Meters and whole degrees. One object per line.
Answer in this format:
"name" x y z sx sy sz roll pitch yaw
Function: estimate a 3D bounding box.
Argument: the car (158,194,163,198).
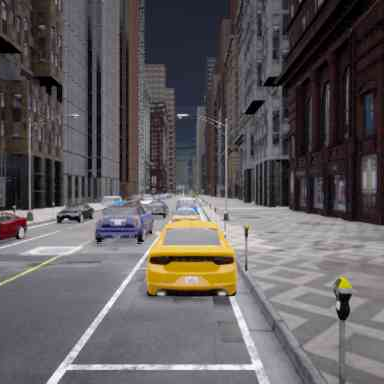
"car" -8.911 1.478 82.090 1.967 1.590 4.097 0 0 0

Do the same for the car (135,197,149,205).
"car" -8.910 1.570 59.543 1.887 1.381 4.507 0 0 0

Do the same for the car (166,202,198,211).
"car" -0.385 1.530 20.269 1.752 1.417 4.829 0 0 0

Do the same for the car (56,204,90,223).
"car" -8.910 1.573 25.722 1.947 1.339 4.313 0 0 0

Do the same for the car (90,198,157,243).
"car" -3.127 1.354 16.235 2.097 1.767 4.553 0 0 0

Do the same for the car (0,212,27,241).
"car" -8.910 1.547 14.449 1.887 1.381 4.507 0 0 0

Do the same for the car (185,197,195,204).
"car" -0.385 1.594 65.189 1.947 1.339 4.313 0 0 0

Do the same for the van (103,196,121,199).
"van" -8.911 1.354 36.996 1.690 1.788 3.998 0 0 0

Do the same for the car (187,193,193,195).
"car" -0.386 1.465 59.552 1.967 1.590 4.097 0 0 0

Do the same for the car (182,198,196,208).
"car" -0.385 1.570 48.280 2.008 1.369 4.403 0 0 0

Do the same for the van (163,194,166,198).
"van" -8.911 1.385 93.363 1.690 1.788 3.998 0 0 0

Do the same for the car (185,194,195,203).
"car" -0.386 1.346 70.826 2.192 1.841 5.009 0 0 0

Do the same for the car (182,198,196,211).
"car" -0.385 1.541 42.814 1.752 1.417 4.829 0 0 0

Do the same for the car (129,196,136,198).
"car" -8.910 1.582 42.633 1.947 1.339 4.313 0 0 0

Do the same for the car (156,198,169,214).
"car" -3.137 1.557 30.338 2.033 1.411 5.357 0 0 0

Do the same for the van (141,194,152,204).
"van" -8.911 1.369 65.180 1.690 1.788 3.998 0 0 0

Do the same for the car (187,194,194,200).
"car" -0.386 1.484 93.370 1.967 1.590 4.097 0 0 0

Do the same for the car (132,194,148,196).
"car" -8.911 1.337 53.906 2.192 1.841 5.009 0 0 0

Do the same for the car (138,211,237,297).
"car" -0.006 1.478 8.650 1.882 1.535 5.008 0 0 0

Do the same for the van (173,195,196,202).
"van" -0.386 1.348 25.735 1.690 1.788 3.998 0 0 0

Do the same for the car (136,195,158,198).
"car" -6.165 1.543 45.980 1.812 1.442 4.674 0 0 0

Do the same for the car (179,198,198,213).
"car" -0.386 1.453 37.008 1.967 1.590 4.097 0 0 0
